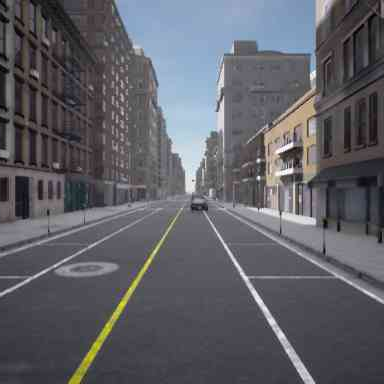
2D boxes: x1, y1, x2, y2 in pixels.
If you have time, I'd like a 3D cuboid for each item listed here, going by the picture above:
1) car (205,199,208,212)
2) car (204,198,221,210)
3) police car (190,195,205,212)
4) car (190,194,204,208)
[{"bbox_3d":[2.637,1.571,33.271,1.947,1.339,4.313,0,0,0],"label":"car"},{"bbox_3d":[2.637,1.557,44.277,2.008,1.369,4.403,0,0,0],"label":"car"},{"bbox_3d":[0.825,1.457,38.054,1.930,1.638,5.238,0,0,0],"label":"police car"},{"bbox_3d":[0.821,1.367,53.973,2.150,2.045,5.566,0,0,0],"label":"car"}]
